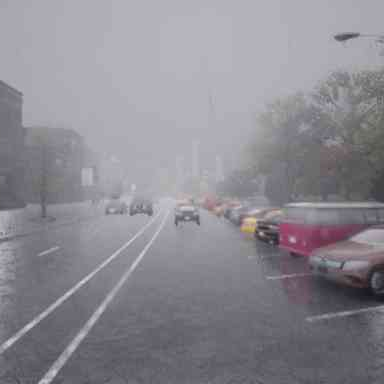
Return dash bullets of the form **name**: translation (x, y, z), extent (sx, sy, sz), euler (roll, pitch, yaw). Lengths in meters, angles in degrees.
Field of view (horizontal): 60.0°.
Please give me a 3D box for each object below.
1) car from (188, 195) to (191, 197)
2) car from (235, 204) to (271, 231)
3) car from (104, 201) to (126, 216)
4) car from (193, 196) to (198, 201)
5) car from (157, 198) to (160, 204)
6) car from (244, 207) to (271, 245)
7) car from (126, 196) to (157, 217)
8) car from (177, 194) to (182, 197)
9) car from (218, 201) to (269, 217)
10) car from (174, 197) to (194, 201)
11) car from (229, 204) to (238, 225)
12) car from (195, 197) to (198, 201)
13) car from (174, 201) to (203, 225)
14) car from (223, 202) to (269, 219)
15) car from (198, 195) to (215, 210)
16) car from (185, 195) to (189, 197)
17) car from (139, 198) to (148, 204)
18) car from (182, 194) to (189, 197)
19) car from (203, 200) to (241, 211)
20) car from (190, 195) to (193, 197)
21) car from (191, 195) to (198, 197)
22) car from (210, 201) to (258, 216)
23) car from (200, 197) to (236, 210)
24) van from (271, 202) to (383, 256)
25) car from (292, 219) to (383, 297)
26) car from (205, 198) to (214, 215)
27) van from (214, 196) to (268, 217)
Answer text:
- **car**: translation (2.406, 1.897, 64.969), extent (5.008, 1.535, 2.097), euler (1, 0, -25)
- **car**: translation (5.256, 1.608, 17.630), extent (5.366, 1.575, 1.946), euler (1, -1, -22)
- **car**: translation (-7.961, 1.714, 35.268), extent (2.128, 1.511, 4.902), euler (0, 0, -3)
- **car**: translation (3.104, 1.855, 56.076), extent (4.792, 1.488, 2.163), euler (1, 0, -24)
- **car**: translation (-8.086, 2.027, 75.006), extent (2.033, 1.411, 5.357), euler (0, -1, -6)
- **car**: translation (5.142, 1.591, 14.593), extent (5.008, 1.535, 2.097), euler (1, -1, -21)
- **car**: translation (-5.111, 1.435, 34.373), extent (2.150, 2.045, 5.566), euler (0, 0, -3)
- **car**: translation (-0.414, 1.861, 91.582), extent (5.566, 2.045, 2.435), euler (1, 0, -27)
- **car**: translation (4.807, 1.691, 26.430), extent (4.674, 1.452, 2.002), euler (1, -1, -22)
- **car**: translation (-1.168, 1.729, 41.955), extent (1.882, 1.535, 5.008), euler (0, -1, -3)
- **car**: translation (4.994, 1.664, 20.531), extent (4.674, 1.452, 2.002), euler (1, -1, -22)
- **car**: translation (3.573, 1.785, 50.159), extent (4.892, 1.521, 2.231), euler (1, 0, -24)
- **car**: translation (-0.403, 1.691, 25.714), extent (1.812, 1.442, 4.674), euler (0, 0, -2)
- **car**: translation (4.889, 1.678, 23.477), extent (4.674, 1.452, 2.002), euler (0, 0, -22)
- **car**: translation (4.149, 1.476, 41.283), extent (5.566, 2.045, 2.435), euler (1, -1, -23)
- **car**: translation (1.565, 1.975, 73.841), extent (5.008, 1.535, 2.097), euler (1, 0, -26)
- **car**: translation (-11.010, 2.089, 76.056), extent (1.895, 1.301, 4.718), euler (0, -1, -6)
- **car**: translation (0.639, 1.931, 82.717), extent (4.553, 1.767, 2.185), euler (1, 0, -27)
- **car**: translation (3.950, 1.785, 44.230), extent (4.674, 1.452, 2.002), euler (1, 0, -24)
- **car**: translation (2.624, 1.746, 62.005), extent (4.553, 1.767, 2.185), euler (1, -1, -25)
- **car**: translation (2.893, 1.849, 59.052), extent (5.008, 1.535, 2.097), euler (1, -1, -25)
- **car**: translation (4.433, 1.734, 35.333), extent (4.674, 1.452, 2.002), euler (1, 0, -23)
- **car**: translation (3.731, 1.638, 47.190), extent (4.553, 1.767, 2.185), euler (1, -1, -24)
- **van**: translation (5.313, 1.349, 11.669), extent (4.442, 1.987, 1.878), euler (1, -1, -21)
- **car**: translation (5.247, 1.593, 8.648), extent (4.674, 1.452, 2.002), euler (1, 0, -21)
- **car**: translation (4.398, 1.673, 32.293), extent (5.366, 1.575, 1.946), euler (1, 0, -23)
- **van**: translation (4.592, 1.437, 29.352), extent (4.442, 1.987, 1.878), euler (1, 0, -23)
